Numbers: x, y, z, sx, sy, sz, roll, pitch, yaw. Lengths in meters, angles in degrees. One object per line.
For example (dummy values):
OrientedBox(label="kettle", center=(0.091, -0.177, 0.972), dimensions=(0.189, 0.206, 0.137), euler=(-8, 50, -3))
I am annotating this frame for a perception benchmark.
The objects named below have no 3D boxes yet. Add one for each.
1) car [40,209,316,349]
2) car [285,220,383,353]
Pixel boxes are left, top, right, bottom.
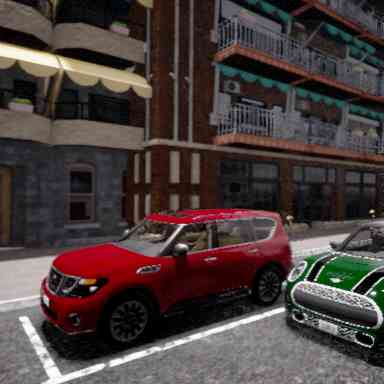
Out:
OrientedBox(label="car", center=(-0.129, 1.307, 6.452), dimensions=(5.009, 1.841, 2.192), euler=(0, 1, -35))
OrientedBox(label="car", center=(3.775, 1.337, 6.074), dimensions=(4.553, 1.767, 2.097), euler=(0, 0, -35))
